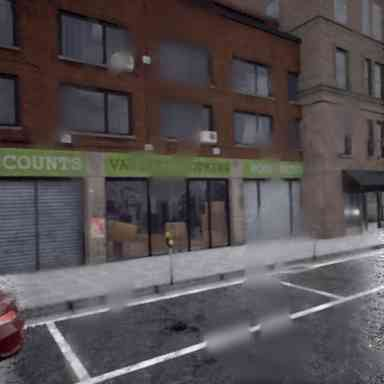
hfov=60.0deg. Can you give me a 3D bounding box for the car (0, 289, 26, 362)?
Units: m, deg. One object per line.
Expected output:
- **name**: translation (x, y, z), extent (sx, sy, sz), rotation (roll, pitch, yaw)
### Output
- **car**: translation (-4.166, 1.737, 3.623), extent (4.206, 1.307, 1.802), rotation (-1, -2, -34)
